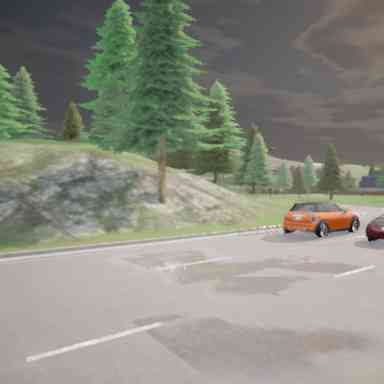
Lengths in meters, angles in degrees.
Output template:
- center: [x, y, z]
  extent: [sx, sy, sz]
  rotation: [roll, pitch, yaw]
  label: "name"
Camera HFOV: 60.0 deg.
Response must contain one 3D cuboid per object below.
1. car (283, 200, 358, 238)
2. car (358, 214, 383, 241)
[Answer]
- center: [6.821, 1.283, 17.432]
  extent: [4.553, 1.767, 2.097]
  rotation: [0, 0, -38]
  label: "car"
- center: [9.646, 1.491, 14.925]
  extent: [4.181, 1.385, 1.994]
  rotation: [0, 0, -35]
  label: "car"
